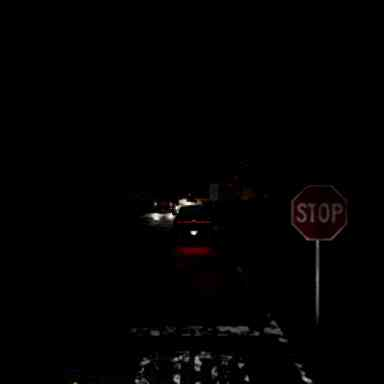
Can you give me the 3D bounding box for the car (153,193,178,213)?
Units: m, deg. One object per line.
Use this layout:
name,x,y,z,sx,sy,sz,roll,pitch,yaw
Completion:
car,-2.872,1.238,35.235,2.097,1.767,4.553,0,0,0

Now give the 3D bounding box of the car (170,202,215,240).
car,0.082,1.450,16.474,1.837,1.490,4.892,0,0,0

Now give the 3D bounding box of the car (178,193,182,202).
car,-2.870,1.344,50.481,1.837,1.490,4.892,0,0,0

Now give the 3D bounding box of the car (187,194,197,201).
car,-0.055,1.133,71.859,2.128,1.511,4.902,0,0,0

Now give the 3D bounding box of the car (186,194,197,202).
car,-0.047,1.369,61.856,1.994,1.385,4.181,0,0,0
